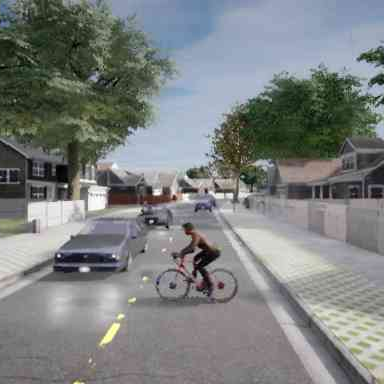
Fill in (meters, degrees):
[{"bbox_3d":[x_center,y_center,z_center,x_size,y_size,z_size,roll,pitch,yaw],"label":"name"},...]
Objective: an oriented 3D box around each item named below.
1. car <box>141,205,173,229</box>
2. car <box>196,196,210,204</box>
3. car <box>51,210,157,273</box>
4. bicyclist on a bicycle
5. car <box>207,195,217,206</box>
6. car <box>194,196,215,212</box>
[{"bbox_3d":[-2.319,1.545,21.432,1.994,1.385,4.181,0,0,1],"label":"car"},{"bbox_3d":[2.125,1.474,64.746,1.994,1.385,4.181,0,0,12],"label":"car"},{"bbox_3d":[-2.610,1.539,10.927,2.033,1.411,5.357,0,0,1],"label":"car"},{"bbox_3d":[0.095,1.430,6.696,1.656,1.620,0.582,0,0,1],"label":"bicyclist on a bicycle"},{"bbox_3d":[2.502,1.290,49.015,2.097,1.767,4.553,0,0,7],"label":"car"},{"bbox_3d":[1.324,1.485,37.442,1.812,1.442,4.674,0,0,4],"label":"car"}]
